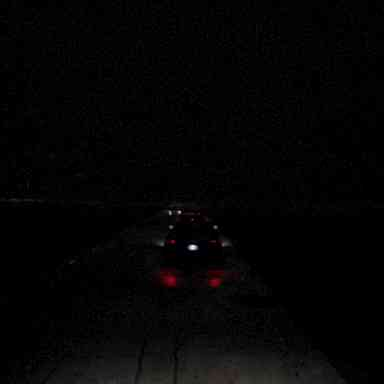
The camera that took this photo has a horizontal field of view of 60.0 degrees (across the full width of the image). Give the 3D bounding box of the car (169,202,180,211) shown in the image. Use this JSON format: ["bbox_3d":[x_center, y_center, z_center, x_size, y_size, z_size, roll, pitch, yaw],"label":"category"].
[{"bbox_3d":[-2.800,2.389,57.178,1.882,1.535,5.008,0,-1,1],"label":"car"}]

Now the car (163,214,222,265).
[{"bbox_3d":[0.047,1.742,12.483,1.994,1.385,4.181,0,-1,1],"label":"car"}]

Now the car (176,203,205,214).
[{"bbox_3d":[0.046,1.906,27.395,2.128,1.511,4.902,0,-1,1],"label":"car"}]
